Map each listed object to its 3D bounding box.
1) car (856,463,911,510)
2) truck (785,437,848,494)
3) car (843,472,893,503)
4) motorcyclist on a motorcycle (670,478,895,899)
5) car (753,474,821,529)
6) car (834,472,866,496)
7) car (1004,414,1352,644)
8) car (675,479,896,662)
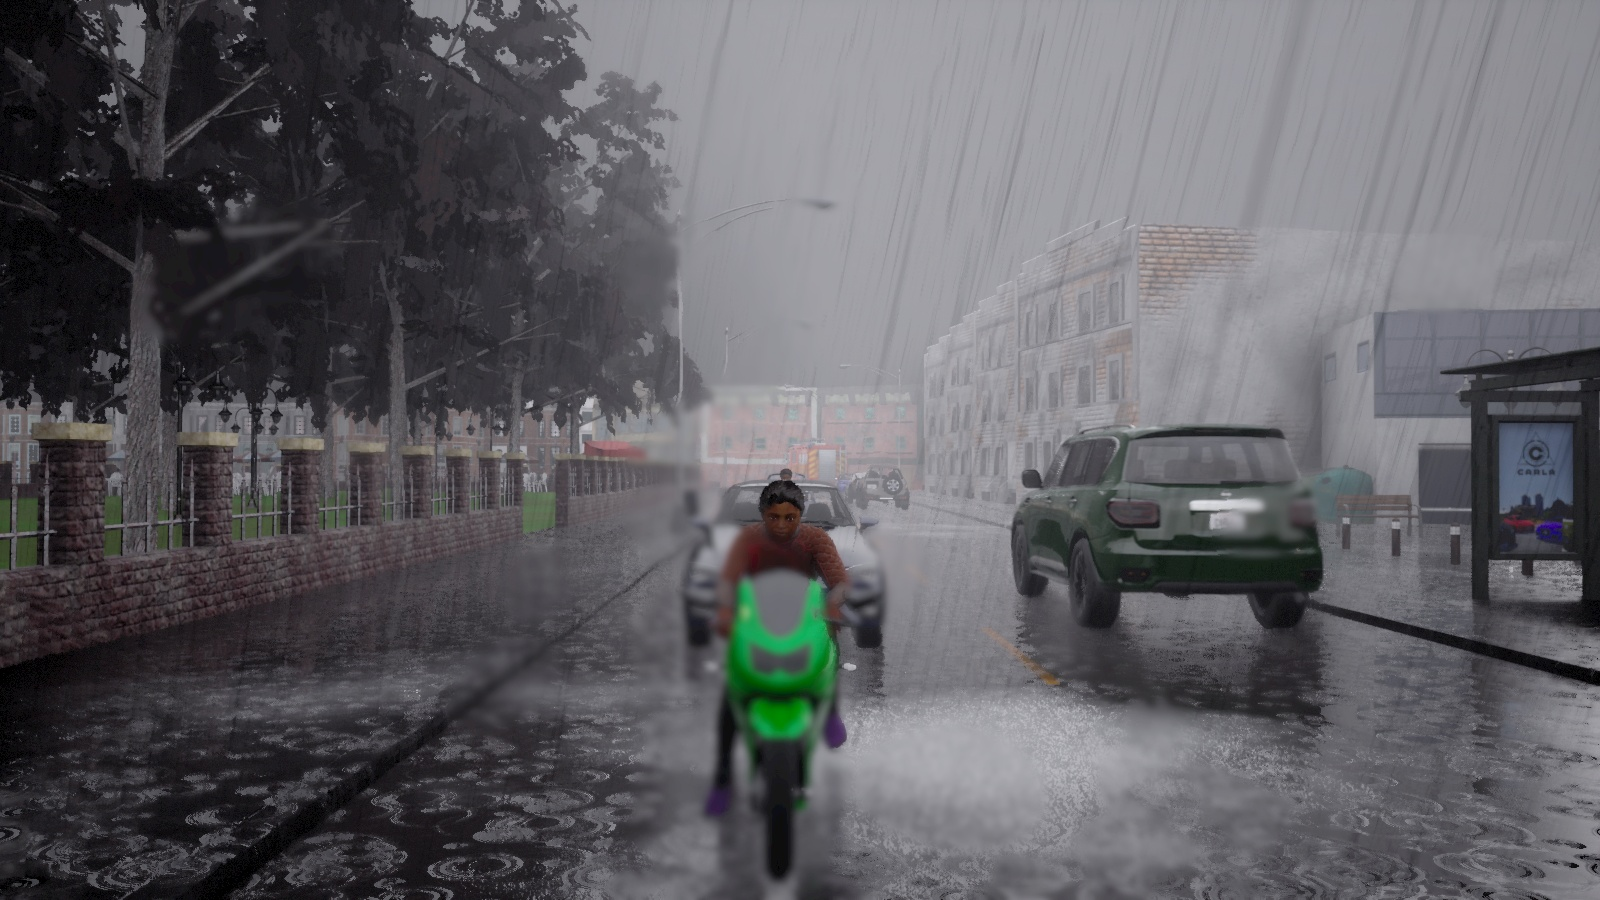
[{"bbox_3d":[3.449,1.496,52.461,1.932,1.855,4.605,0,-1,0],"label":"car"},{"bbox_3d":[1.084,1.141,89.530,2.891,3.827,8.468,0,-1,-11],"label":"truck"},{"bbox_3d":[3.337,1.852,62.729,2.163,1.488,4.792,0,-1,-1],"label":"car"},{"bbox_3d":[-0.073,0.890,5.518,0.797,1.523,2.044,0,-1,-1],"label":"motorcyclist on a motorcycle"},{"bbox_3d":[-0.372,1.435,36.138,1.845,1.501,3.633,0,-1,-1],"label":"car"},{"bbox_3d":[3.144,2.156,80.022,1.816,1.474,4.193,0,-1,-1],"label":"car"},{"bbox_3d":[3.843,0.754,14.050,2.150,2.045,5.566,0,-1,-1],"label":"car"},{"bbox_3d":[-0.140,1.037,12.438,1.816,1.474,4.193,0,-1,-1],"label":"car"}]
